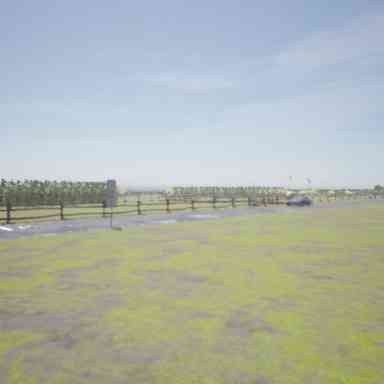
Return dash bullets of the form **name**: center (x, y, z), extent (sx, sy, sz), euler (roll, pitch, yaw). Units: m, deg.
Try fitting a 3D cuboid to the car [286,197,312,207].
- **car**: center (16.062, 1.410, 49.638), extent (2.033, 1.411, 5.357), euler (1, 1, 44)
